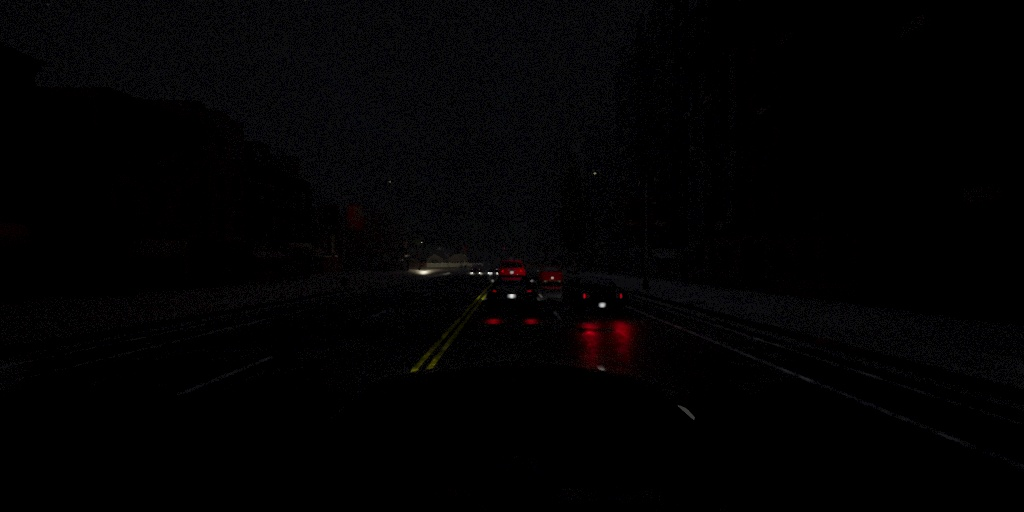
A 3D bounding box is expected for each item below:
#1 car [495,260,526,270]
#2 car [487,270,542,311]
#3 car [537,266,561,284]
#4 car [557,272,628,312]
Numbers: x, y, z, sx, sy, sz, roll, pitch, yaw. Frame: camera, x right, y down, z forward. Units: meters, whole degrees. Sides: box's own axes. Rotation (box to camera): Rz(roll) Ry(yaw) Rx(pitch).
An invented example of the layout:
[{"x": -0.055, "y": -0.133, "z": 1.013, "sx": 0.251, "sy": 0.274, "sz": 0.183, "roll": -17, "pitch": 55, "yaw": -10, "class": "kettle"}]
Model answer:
[{"x": -0.008, "y": 1.352, "z": 29.446, "sx": 2.150, "sy": 2.045, "sz": 5.566, "roll": 0, "pitch": -1, "yaw": 0, "class": "car"}, {"x": 0.010, "y": 1.466, "z": 15.212, "sx": 1.994, "sy": 1.385, "sz": 4.181, "roll": 0, "pitch": -1, "yaw": 1, "class": "car"}, {"x": 3.255, "y": 1.635, "z": 31.127, "sx": 1.882, "sy": 1.535, "sz": 5.008, "roll": 0, "pitch": -1, "yaw": 0, "class": "car"}, {"x": 3.259, "y": 1.501, "z": 15.108, "sx": 1.895, "sy": 1.301, "sz": 4.718, "roll": 0, "pitch": -1, "yaw": 0, "class": "car"}]
